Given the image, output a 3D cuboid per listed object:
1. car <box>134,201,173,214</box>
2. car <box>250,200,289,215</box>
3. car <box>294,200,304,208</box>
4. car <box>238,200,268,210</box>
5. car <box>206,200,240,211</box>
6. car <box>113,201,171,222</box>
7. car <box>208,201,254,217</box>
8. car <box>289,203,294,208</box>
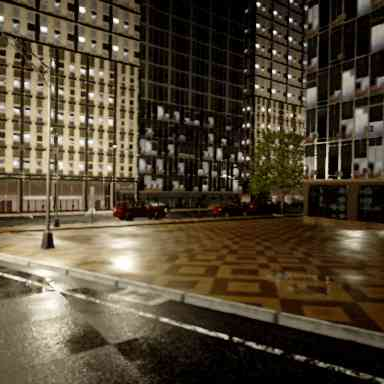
[{"bbox_3d":[-4.748,1.892,41.045,4.403,1.369,2.008,0,1,-34],"label":"car"},{"bbox_3d":[9.062,1.884,40.961,5.009,1.841,2.192,0,1,-34],"label":"car"},{"bbox_3d":[18.622,2.076,57.085,4.313,1.339,1.947,0,1,-34],"label":"car"},{"bbox_3d":[9.274,2.008,50.669,4.313,1.339,1.947,0,1,-34],"label":"car"},{"bbox_3d":[4.460,1.933,47.364,4.829,1.417,1.752,0,1,-34],"label":"car"},{"bbox_3d":[-4.959,1.783,31.337,5.009,1.841,2.192,0,1,-34],"label":"car"},{"bbox_3d":[4.384,2.080,37.756,4.507,1.381,1.887,0,1,-34],"label":"car"},{"bbox_3d":[13.948,2.058,53.877,4.206,1.307,1.802,0,1,-34],"label":"car"}]
